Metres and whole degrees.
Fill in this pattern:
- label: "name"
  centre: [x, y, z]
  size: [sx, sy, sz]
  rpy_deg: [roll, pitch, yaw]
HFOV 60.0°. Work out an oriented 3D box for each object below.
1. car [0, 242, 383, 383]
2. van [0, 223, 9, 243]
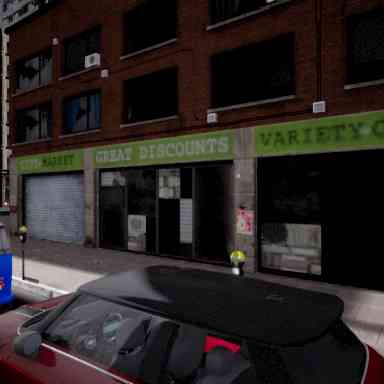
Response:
- label: "car"
  centre: [-0.457, 1.440, 3.053]
  size: [4.097, 1.590, 1.967]
  rpy_deg: [0, 0, 36]
- label: "van"
  centre: [-5.087, 1.343, 6.361]
  size: [3.998, 1.788, 1.690]
  rpy_deg: [0, 0, 36]
